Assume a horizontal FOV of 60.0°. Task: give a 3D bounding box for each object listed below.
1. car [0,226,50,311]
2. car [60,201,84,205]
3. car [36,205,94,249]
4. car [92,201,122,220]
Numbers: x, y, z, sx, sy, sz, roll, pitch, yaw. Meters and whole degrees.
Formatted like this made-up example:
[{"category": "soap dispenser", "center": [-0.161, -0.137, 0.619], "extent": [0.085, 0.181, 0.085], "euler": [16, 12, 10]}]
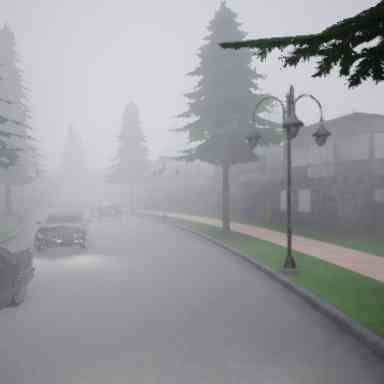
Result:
[{"category": "car", "center": [-4.138, 1.573, 5.186], "extent": [2.033, 1.411, 5.357], "euler": [0, 0, -7]}, {"category": "car", "center": [-13.808, 1.687, 38.587], "extent": [1.895, 1.301, 4.718], "euler": [0, 0, -37]}, {"category": "car", "center": [-5.442, 1.541, 14.435], "extent": [1.837, 1.490, 4.892], "euler": [0, 0, -15]}, {"category": "car", "center": [-7.467, 1.524, 28.682], "extent": [1.882, 1.535, 5.008], "euler": [0, 0, -27]}]
